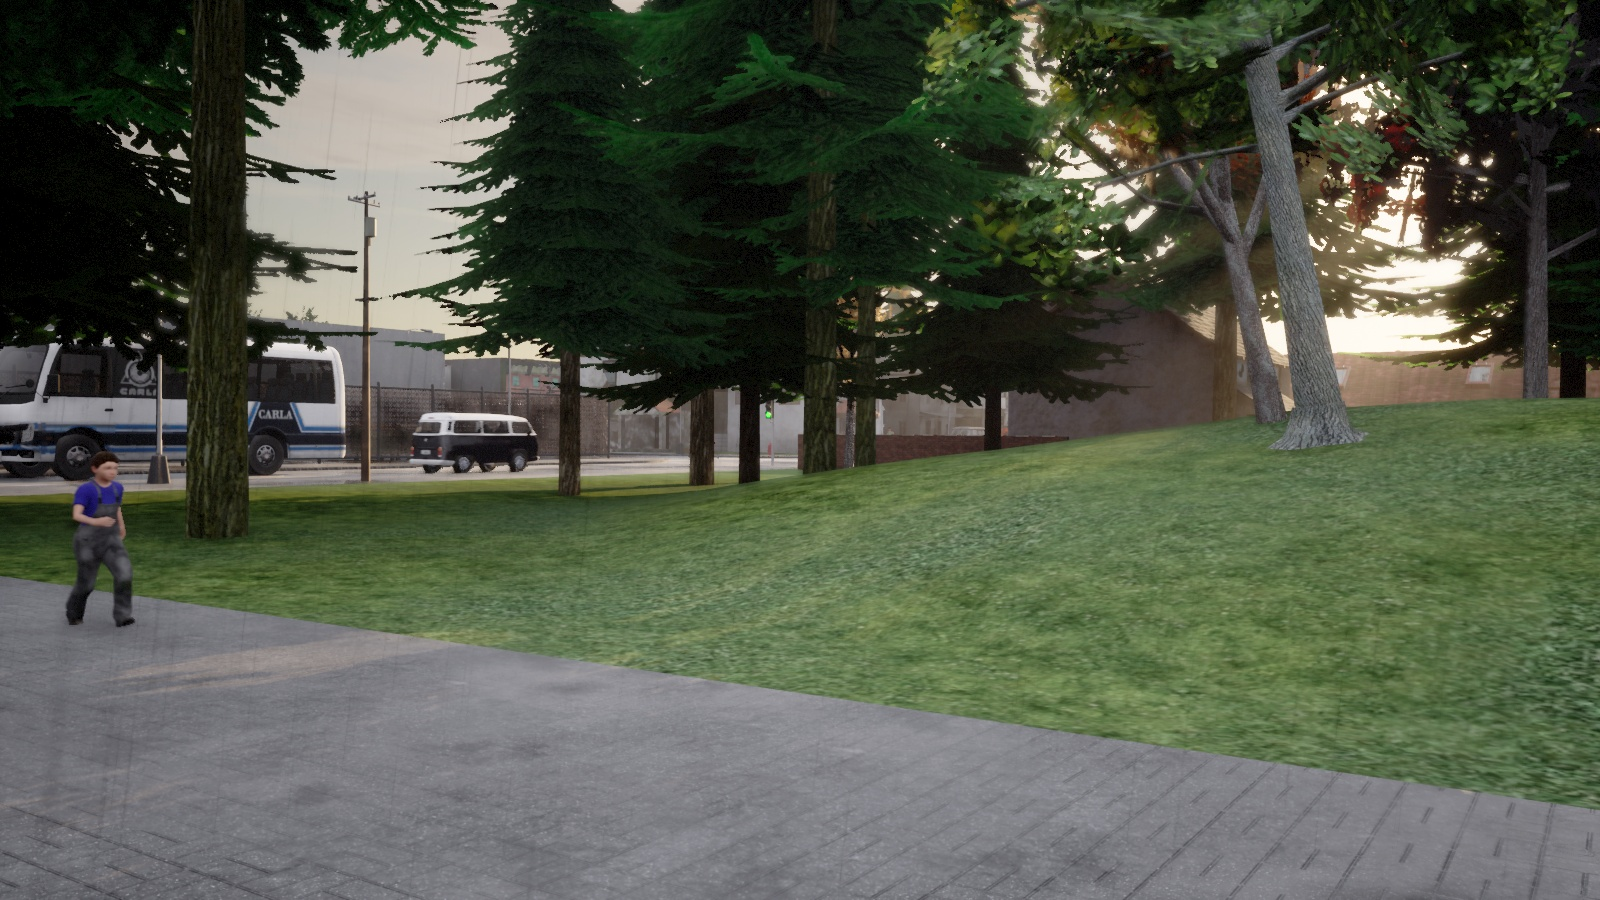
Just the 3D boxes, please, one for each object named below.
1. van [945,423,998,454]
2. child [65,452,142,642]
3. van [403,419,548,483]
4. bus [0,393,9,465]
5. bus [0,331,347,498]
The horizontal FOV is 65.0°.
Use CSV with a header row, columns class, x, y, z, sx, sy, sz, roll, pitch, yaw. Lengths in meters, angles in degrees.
class,x,y,z,sx,sy,sz,roll,pitch,yaw
van,11.444,-0.759,83.486,1.775,1.987,4.442,0,1,33
child,-4.766,0.647,8.592,0.437,1.263,0.270,0,1,34
van,-10.922,-0.024,42.533,2.069,2.038,4.480,0,1,34
bus,-51.309,-1.151,71.100,3.944,4.253,10.273,0,1,37
bus,-19.142,-0.982,37.384,3.944,4.253,10.273,0,1,33
